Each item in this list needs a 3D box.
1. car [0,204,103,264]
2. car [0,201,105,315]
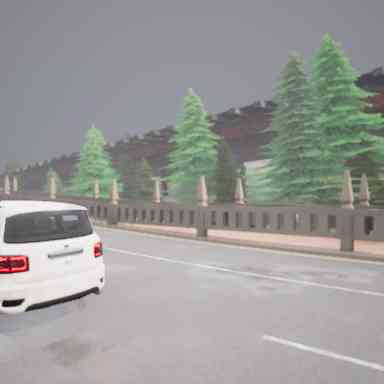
[{"bbox_3d":[-5.677,1.372,12.444,4.892,1.490,1.837,3,2,36],"label":"car"},{"bbox_3d":[-4.227,1.198,7.042,5.566,2.045,2.150,1,1,36],"label":"car"}]
